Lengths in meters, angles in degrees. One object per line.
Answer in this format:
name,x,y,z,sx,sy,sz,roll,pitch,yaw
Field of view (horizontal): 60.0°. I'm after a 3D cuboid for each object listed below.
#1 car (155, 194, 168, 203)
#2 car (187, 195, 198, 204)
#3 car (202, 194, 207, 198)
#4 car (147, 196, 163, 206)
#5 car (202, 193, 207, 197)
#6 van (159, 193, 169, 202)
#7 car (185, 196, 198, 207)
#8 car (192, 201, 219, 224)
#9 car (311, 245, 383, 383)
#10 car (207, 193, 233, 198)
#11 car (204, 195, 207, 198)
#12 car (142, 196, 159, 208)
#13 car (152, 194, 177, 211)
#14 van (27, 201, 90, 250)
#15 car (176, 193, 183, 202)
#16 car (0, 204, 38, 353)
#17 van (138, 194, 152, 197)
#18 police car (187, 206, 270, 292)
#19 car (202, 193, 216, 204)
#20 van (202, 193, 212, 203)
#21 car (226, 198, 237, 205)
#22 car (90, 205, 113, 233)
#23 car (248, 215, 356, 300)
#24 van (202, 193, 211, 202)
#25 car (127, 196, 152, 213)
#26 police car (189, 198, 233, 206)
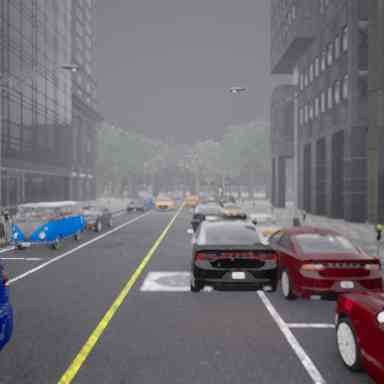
car,-5.686,1.218,62.555,1.967,1.590,4.097,0,0,0
car,0.076,1.347,60.660,1.994,1.385,4.181,0,0,0
car,2.819,1.375,46.232,1.887,1.381,4.507,0,0,0
car,-5.700,1.379,51.680,1.947,1.339,4.313,0,0,0
car,2.825,1.252,51.669,1.967,1.590,4.097,0,0,0
van,-5.679,1.101,67.992,1.690,1.788,3.998,0,0,0
car,0.069,1.307,46.724,1.882,1.535,5.008,0,0,1
car,0.930,1.432,24.876,1.812,1.442,4.674,0,0,0
car,2.764,1.533,2.732,1.887,1.381,4.507,0,0,0
car,2.798,1.202,29.918,2.192,1.841,5.009,0,0,0
car,2.812,1.374,40.964,1.752,1.417,4.829,0,0,0
car,-5.707,1.357,46.073,1.752,1.417,4.829,0,0,0
car,-3.054,1.338,37.675,1.882,1.535,5.008,0,0,0
van,-5.748,1.289,13.617,1.690,1.788,3.998,0,0,0
car,-2.912,1.104,70.458,2.097,1.767,4.553,0,0,0
car,-3.100,1.215,1.521,2.150,2.045,5.566,0,0,0
van,-5.714,1.191,40.805,1.690,1.788,3.998,0,0,0
police car,0.899,1.390,8.985,1.930,1.638,5.238,0,0,0
car,2.832,1.109,57.106,2.192,1.841,5.009,0,0,0
van,2.839,1.118,62.544,1.690,1.788,3.998,0,0,0
car,2.791,1.432,24.652,1.752,1.417,4.829,0,0,0
car,-5.741,1.478,19.055,2.008,1.369,4.403,0,0,0
car,2.770,1.513,8.169,1.887,1.381,4.507,0,0,0
van,2.846,1.101,67.981,1.690,1.788,3.998,0,0,0
car,-5.720,1.434,35.368,1.947,1.339,4.313,0,0,0
police car,0.922,1.353,18.985,1.930,1.638,5.238,0,0,0
